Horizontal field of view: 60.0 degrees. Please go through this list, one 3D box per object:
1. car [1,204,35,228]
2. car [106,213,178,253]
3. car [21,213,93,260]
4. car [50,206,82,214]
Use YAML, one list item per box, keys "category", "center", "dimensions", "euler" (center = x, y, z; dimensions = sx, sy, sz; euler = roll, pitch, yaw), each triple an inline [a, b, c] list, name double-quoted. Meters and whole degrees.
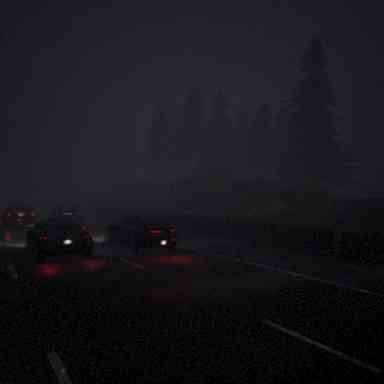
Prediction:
- category: "car"
  center: [-13.405, 1.710, 25.654]
  dimensions: [2.097, 1.767, 4.553]
  euler: [1, -1, -32]
- category: "car"
  center: [-2.411, 1.743, 15.121]
  dimensions: [1.837, 1.490, 4.892]
  euler: [1, -1, -32]
- category: "car"
  center: [-5.427, 1.745, 13.343]
  dimensions: [1.994, 1.385, 4.181]
  euler: [1, -1, -32]
- category: "car"
  center: [-10.542, 1.910, 27.666]
  dimensions: [2.128, 1.511, 4.902]
  euler: [1, -1, -32]
